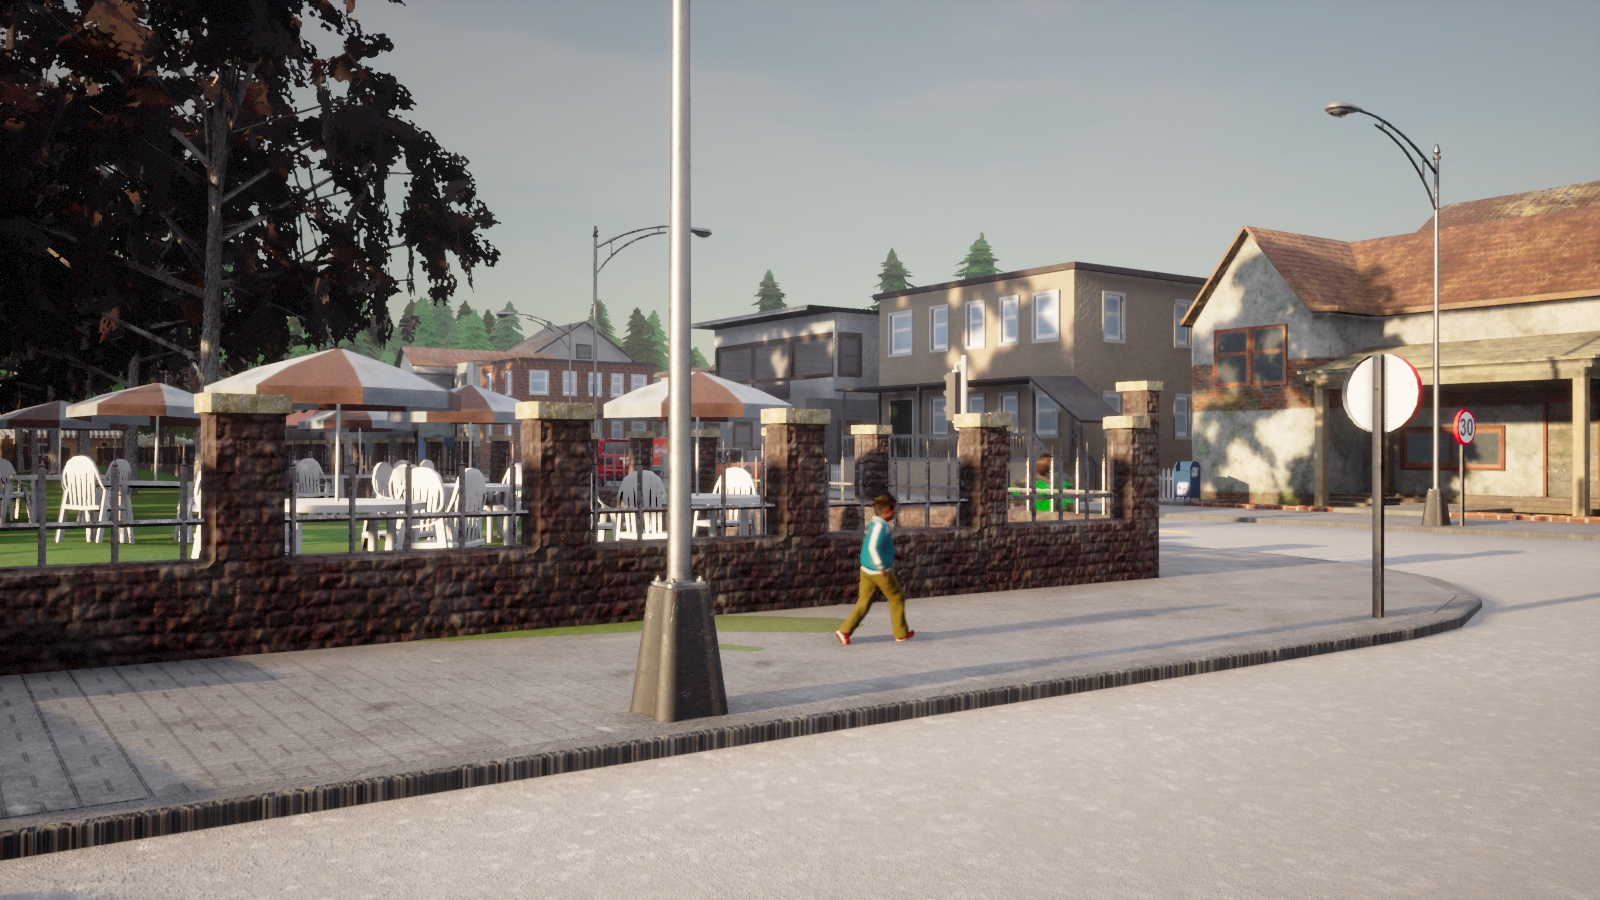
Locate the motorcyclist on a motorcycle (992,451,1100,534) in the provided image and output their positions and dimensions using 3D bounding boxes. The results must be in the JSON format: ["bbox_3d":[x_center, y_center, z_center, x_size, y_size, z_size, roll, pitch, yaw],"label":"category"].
[{"bbox_3d":[4.688,0.776,24.050,0.797,1.523,2.044,0,0,-35],"label":"motorcyclist on a motorcycle"}]

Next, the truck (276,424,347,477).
[{"bbox_3d":[-33.190,0.041,85.128,2.891,3.462,7.936,0,0,-33],"label":"truck"}]

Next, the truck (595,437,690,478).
[{"bbox_3d":[-9.726,0.468,77.598,5.204,2.467,2.627,0,0,-34],"label":"truck"}]

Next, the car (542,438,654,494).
[{"bbox_3d":[-7.976,0.601,49.126,2.150,2.045,5.566,0,0,-35],"label":"car"}]

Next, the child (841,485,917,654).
[{"bbox_3d":[0.572,0.856,9.166,0.448,1.192,0.343,0,0,-21],"label":"child"}]

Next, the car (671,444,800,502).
[{"bbox_3d":[-2.155,0.708,40.806,2.097,1.767,4.553,0,0,-35],"label":"car"}]
